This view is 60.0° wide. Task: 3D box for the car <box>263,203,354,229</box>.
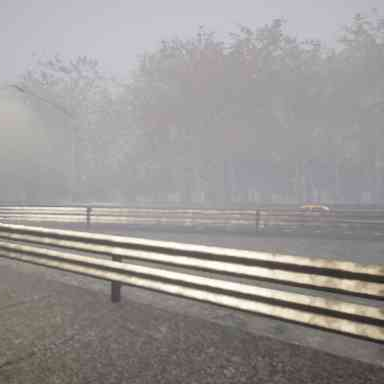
[{"bbox_3d":[7.294,1.517,21.210,5.366,1.575,1.801,0,0,17],"label":"car"}]
